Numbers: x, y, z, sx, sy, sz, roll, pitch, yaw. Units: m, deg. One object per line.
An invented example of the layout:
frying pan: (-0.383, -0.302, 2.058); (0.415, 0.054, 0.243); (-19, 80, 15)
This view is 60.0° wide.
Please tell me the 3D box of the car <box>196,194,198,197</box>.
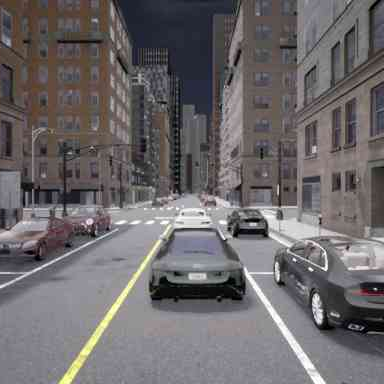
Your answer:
car: (3.081, 1.449, 92.646); (2.192, 1.841, 5.009); (0, 0, 0)

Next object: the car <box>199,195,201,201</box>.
car: (2.997, 1.601, 65.600); (2.008, 1.369, 4.403); (0, 0, 0)

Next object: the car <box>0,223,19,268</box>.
car: (-5.661, 1.565, 6.701); (1.947, 1.339, 4.313); (0, 0, 0)

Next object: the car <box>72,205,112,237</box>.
car: (-5.647, 1.439, 17.704); (1.967, 1.590, 4.097); (0, 0, 0)

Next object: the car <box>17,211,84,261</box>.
car: (-5.654, 1.581, 12.203); (1.802, 1.307, 4.206); (0, 0, 0)

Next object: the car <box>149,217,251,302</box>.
car: (0.094, 1.563, 8.296); (1.994, 1.385, 4.181); (0, 0, 0)

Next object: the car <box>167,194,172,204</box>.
car: (-5.527, 1.601, 65.624); (2.008, 1.369, 4.403); (0, 0, 0)

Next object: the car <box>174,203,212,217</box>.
car: (0.061, 1.525, 17.185); (1.812, 1.442, 4.674); (0, 0, 1)

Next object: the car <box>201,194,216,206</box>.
car: (2.962, 1.471, 54.783); (1.967, 1.590, 4.097); (0, 0, 0)

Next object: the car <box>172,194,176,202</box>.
car: (-5.477, 1.619, 81.679); (1.752, 1.417, 4.829); (0, 0, 0)

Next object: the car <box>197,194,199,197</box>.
car: (3.064, 1.553, 87.236); (1.967, 1.590, 4.097); (0, 0, 0)

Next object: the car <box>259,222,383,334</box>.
car: (2.864, 1.550, 6.690); (2.008, 1.369, 4.403); (0, 0, 0)

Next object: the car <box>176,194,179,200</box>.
car: (-5.444, 1.449, 92.667); (2.192, 1.841, 5.009); (0, 0, 0)

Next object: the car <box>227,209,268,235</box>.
car: (2.879, 1.565, 17.692); (1.947, 1.339, 4.313); (0, 0, 0)

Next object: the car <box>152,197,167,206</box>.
car: (-5.562, 1.613, 54.807); (1.802, 1.307, 4.206); (0, 0, 0)

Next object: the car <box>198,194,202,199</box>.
car: (3.030, 1.518, 76.418); (1.967, 1.590, 4.097); (0, 0, 0)
